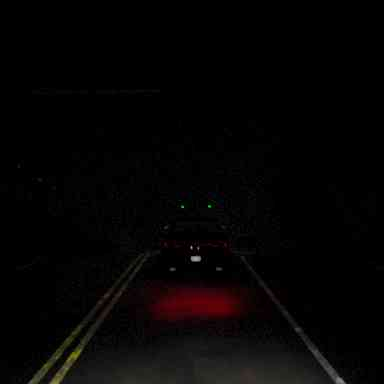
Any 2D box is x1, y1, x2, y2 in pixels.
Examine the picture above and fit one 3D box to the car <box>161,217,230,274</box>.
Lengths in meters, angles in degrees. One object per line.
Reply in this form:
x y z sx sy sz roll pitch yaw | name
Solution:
0.096 1.537 10.766 1.882 1.535 5.008 0 -1 0 | car
